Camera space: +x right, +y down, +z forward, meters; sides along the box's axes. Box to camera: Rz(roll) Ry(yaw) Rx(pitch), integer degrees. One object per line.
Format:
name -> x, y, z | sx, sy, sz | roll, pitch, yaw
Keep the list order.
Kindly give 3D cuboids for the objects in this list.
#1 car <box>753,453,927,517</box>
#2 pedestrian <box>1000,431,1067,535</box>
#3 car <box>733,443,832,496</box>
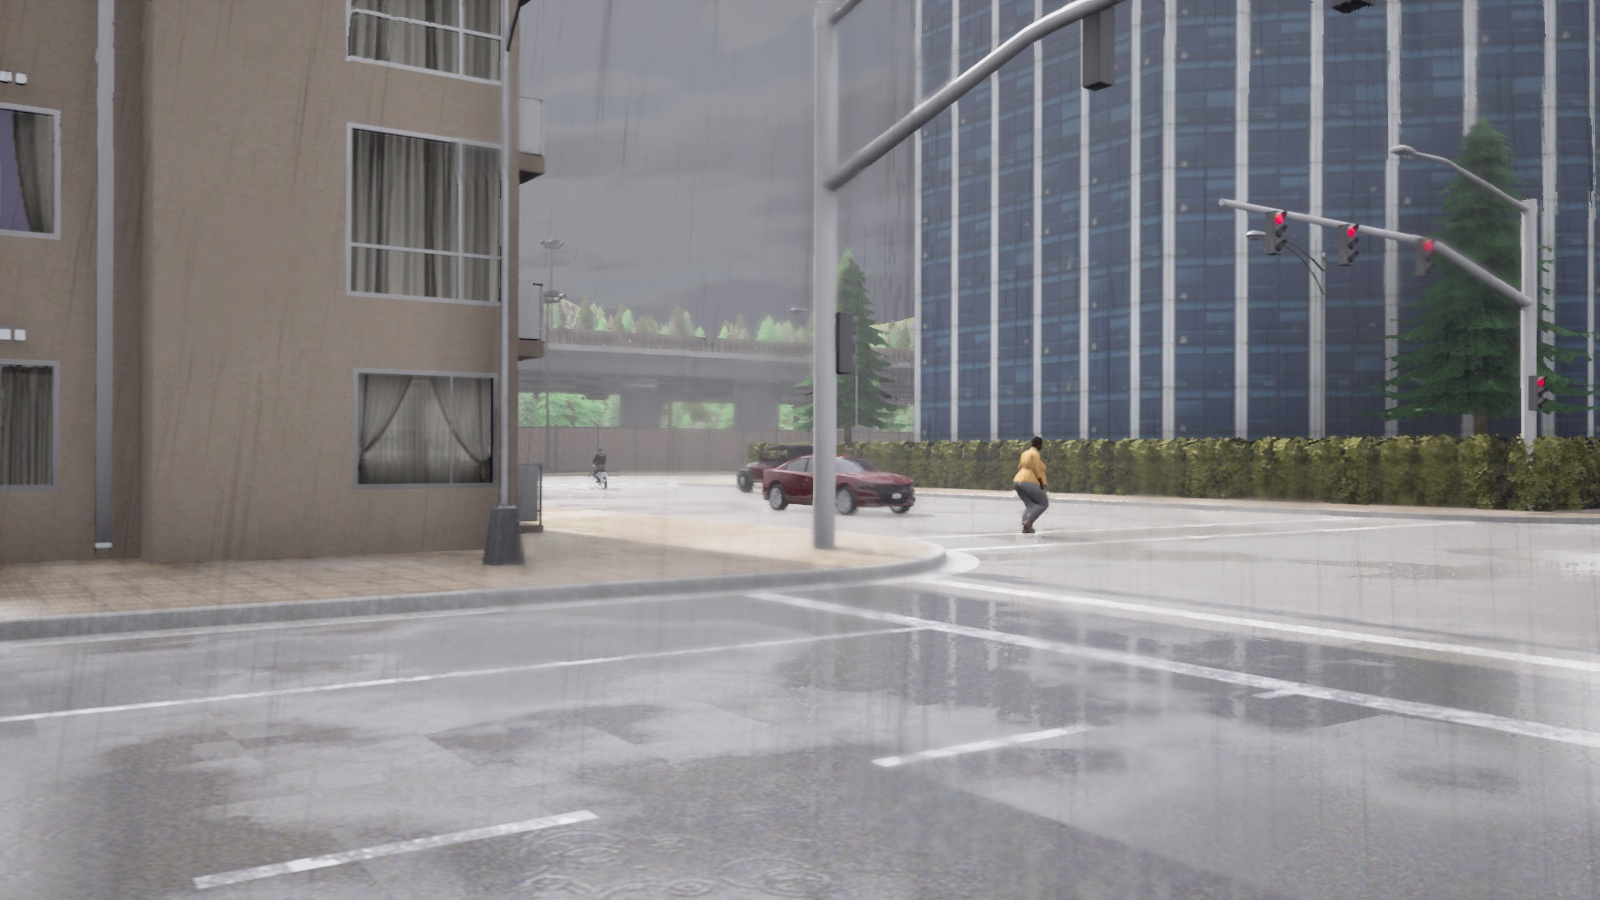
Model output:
car -> 0.932, 0.839, 32.356 | 1.882, 1.535, 5.008 | 0, 0, -34
pedestrian -> 4.250, 0.594, 22.923 | 0.900, 1.855, 0.874 | 0, 0, -18
car -> -0.698, 0.711, 47.182 | 1.905, 1.878, 3.866 | 0, 0, -34
